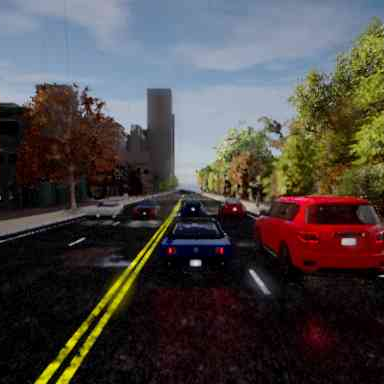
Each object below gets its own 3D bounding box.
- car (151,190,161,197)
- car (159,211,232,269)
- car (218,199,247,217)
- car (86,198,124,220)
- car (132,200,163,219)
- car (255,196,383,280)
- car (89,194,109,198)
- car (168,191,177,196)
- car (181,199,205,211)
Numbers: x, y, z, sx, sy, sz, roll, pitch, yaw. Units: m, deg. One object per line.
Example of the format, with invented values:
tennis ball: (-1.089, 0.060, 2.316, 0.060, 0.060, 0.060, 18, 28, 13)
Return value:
car: (-7.109, 0.471, 66.244, 1.837, 1.490, 4.892, 0, 1, -1)
car: (0.100, 1.495, 10.664, 1.895, 1.301, 4.718, 0, 1, 0)
car: (3.324, 1.291, 27.871, 1.994, 1.385, 4.181, 0, 1, 0)
car: (-6.613, 1.350, 25.628, 1.895, 1.301, 4.718, 0, 1, 0)
car: (-3.367, 1.313, 25.580, 1.994, 1.385, 4.181, 0, 1, 0)
car: (3.349, 1.125, 9.785, 2.150, 2.045, 5.566, 0, 1, 0)
car: (-20.695, 1.100, 74.091, 4.313, 1.339, 1.947, -1, 2, -1)
car: (-3.860, 0.495, 66.298, 1.812, 1.442, 4.674, 0, 1, -1)
car: (0.073, 1.290, 27.928, 1.994, 1.385, 4.181, 0, 1, 0)
